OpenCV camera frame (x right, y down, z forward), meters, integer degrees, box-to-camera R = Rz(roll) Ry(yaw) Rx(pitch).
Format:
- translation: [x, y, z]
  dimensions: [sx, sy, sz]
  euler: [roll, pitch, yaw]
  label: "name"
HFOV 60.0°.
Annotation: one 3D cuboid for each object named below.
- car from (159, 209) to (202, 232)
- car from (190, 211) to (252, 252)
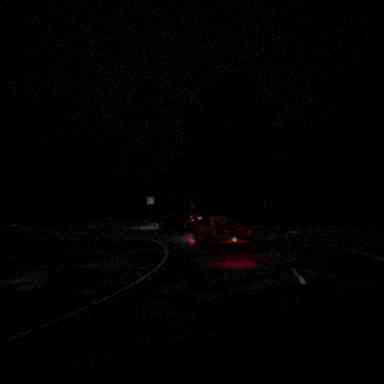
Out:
- translation: [-0.747, 2.121, 26.638]
  dimensions: [2.097, 1.767, 4.553]
  euler: [0, -2, -40]
  label: "car"
- translation: [1.376, 1.909, 16.322]
  dimensions: [1.882, 1.535, 5.008]
  euler: [0, -2, -9]
  label: "car"
